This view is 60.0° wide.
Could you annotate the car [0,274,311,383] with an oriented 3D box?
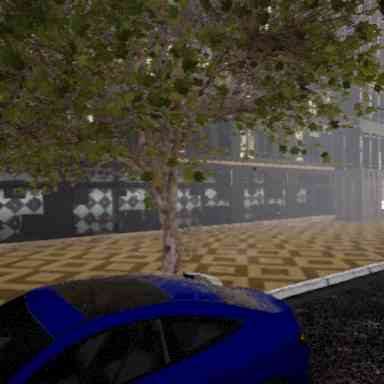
[{"bbox_3d":[-0.947,1.526,2.688,4.674,1.442,1.812,0,0,-35],"label":"car"}]
